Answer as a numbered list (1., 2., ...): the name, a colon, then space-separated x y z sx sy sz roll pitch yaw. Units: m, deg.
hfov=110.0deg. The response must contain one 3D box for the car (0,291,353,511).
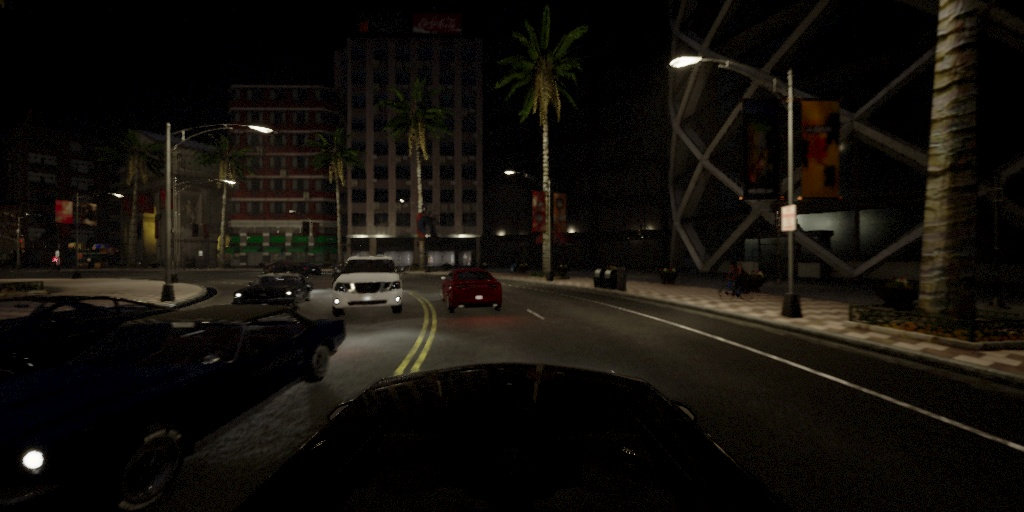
1. car: -3.850 1.361 4.335 1.895 1.301 4.718 0 0 -4

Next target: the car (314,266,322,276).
1. car: -21.954 1.368 37.504 4.181 1.385 1.994 0 0 29

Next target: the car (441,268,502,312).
1. car: -1.756 1.231 14.367 1.882 1.535 5.008 0 0 -15

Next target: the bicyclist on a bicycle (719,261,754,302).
1. bicyclist on a bicycle: 8.973 1.026 14.326 1.656 1.620 0.582 0 0 -13

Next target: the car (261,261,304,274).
1. car: -28.008 1.344 43.780 4.674 1.442 1.812 0 0 19

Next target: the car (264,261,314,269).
1. car: -14.595 1.291 23.115 1.837 1.490 4.892 0 0 -42

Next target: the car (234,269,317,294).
1. car: -9.209 1.374 14.168 1.895 1.301 4.718 0 0 -22

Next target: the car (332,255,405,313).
1. car: -5.459 0.984 13.935 2.150 2.045 5.566 0 0 -19

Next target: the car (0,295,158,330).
1. car: -7.461 1.333 5.587 1.994 1.385 4.181 0 0 -4
